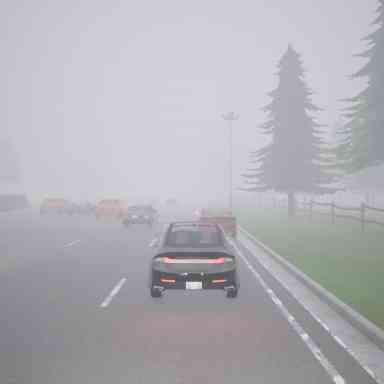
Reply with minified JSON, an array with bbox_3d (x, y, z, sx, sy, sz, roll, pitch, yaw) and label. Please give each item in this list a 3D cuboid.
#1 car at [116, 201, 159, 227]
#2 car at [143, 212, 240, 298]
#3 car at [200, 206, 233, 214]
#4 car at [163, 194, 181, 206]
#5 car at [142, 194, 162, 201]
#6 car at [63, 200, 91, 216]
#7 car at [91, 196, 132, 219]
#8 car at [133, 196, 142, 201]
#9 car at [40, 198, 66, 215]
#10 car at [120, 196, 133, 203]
[{"bbox_3d":[-3.395,1.547,22.645,2.033,1.411,5.357,0,0,0],"label":"car"},{"bbox_3d":[0.054,1.492,8.498,2.128,1.511,4.902,0,0,0],"label":"car"},{"bbox_3d":[1.229,1.478,17.839,1.882,1.535,5.008,0,0,0],"label":"car"},{"bbox_3d":[-3.386,1.477,56.022,1.882,1.535,5.008,0,0,0],"label":"car"},{"bbox_3d":[-6.886,1.547,57.879,2.033,1.411,5.357,0,0,0],"label":"car"},{"bbox_3d":[-10.392,1.601,32.179,1.895,1.301,4.718,0,0,0],"label":"car"},{"bbox_3d":[-6.892,1.352,29.181,2.097,1.767,4.553,0,0,0],"label":"car"},{"bbox_3d":[-10.385,1.525,65.470,1.812,1.442,4.674,0,0,0],"label":"car"},{"bbox_3d":[-13.891,1.352,34.571,2.097,1.767,4.553,0,0,0],"label":"car"},{"bbox_3d":[-13.934,1.525,70.900,1.812,1.442,4.674,0,0,0],"label":"car"}]
